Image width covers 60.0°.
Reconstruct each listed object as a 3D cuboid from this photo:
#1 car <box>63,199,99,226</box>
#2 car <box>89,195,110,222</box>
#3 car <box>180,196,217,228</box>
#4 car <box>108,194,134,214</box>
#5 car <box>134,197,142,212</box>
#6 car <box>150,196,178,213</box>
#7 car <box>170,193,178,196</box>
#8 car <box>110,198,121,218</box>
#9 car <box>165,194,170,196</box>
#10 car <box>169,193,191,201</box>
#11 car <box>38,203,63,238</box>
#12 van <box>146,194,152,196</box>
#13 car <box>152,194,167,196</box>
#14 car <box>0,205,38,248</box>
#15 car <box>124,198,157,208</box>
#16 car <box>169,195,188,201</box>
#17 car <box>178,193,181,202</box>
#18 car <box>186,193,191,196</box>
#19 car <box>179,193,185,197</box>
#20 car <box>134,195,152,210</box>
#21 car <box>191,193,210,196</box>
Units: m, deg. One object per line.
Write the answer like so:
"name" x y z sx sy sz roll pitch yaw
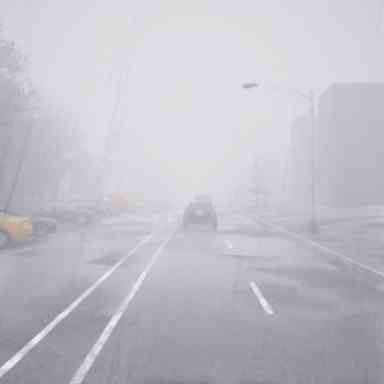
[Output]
"car" -9.049 1.506 22.535 4.892 1.521 2.231 -1 0 -18
"car" -8.901 1.385 25.506 4.553 1.767 2.185 -1 0 -18
"car" 0.550 1.366 22.175 2.097 1.767 4.553 0 0 2
"car" -8.709 1.276 31.425 5.566 2.045 2.435 -1 0 -18
"car" -8.379 1.587 37.371 4.674 1.452 2.002 -1 -1 -17
"car" -3.093 1.535 37.944 1.882 1.535 5.008 0 0 3
"car" -5.854 1.521 69.920 4.553 1.767 2.185 -1 0 -15
"car" -8.814 1.559 28.472 4.674 1.452 2.002 -1 0 -18
"car" -6.952 1.627 58.075 5.008 1.535 2.097 -1 0 -15
"car" -3.393 1.356 93.494 5.566 2.045 2.435 -1 0 -14
"car" -9.191 1.524 16.601 4.792 1.488 2.163 -1 0 -19
"van" -7.922 1.342 43.340 4.442 1.987 1.878 -1 -1 -17
"car" -7.378 1.617 55.066 5.366 1.575 1.946 -1 0 -16
"car" -9.287 1.491 13.619 5.008 1.535 2.097 -1 0 -19
"car" -7.614 1.635 49.211 4.674 1.452 2.002 0 -1 -16
"car" -3.687 1.617 90.565 5.008 1.535 2.097 -1 0 -14
"car" -5.592 1.650 72.872 4.892 1.521 2.231 -1 0 -14
"car" 0.400 1.406 79.027 1.812 1.442 4.674 0 0 6
"car" -5.097 1.642 75.873 5.366 1.575 1.946 -1 0 -14
"car" -8.032 1.552 40.392 5.366 1.575 1.946 -1 -1 -17
"car" 1.359 1.285 39.817 2.150 2.045 5.566 0 0 3
